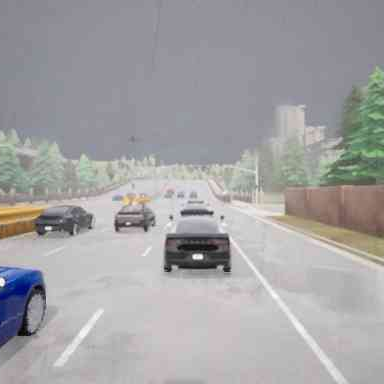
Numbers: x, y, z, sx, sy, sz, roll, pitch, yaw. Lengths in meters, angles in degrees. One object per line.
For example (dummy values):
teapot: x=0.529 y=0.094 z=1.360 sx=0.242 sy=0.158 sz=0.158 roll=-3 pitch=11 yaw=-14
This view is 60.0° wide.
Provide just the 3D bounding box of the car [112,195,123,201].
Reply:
car: x=-17.087 y=1.383 z=76.631 sx=1.837 sy=1.490 sz=4.892 roll=0 pitch=0 yaw=0

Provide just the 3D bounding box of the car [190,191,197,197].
car: x=0.416 y=0.775 z=91.480 sx=2.097 sy=1.767 sz=4.553 roll=0 pitch=3 yaw=0

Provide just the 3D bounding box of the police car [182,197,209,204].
police car: x=0.224 y=1.394 z=22.120 sx=1.930 sy=1.638 sz=5.238 roll=0 pitch=0 yaw=0

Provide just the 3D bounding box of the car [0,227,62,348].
car: x=-3.382 y=1.471 z=3.595 sx=1.882 sy=1.535 sz=5.008 roll=0 pitch=0 yaw=0

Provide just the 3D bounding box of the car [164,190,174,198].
car: x=-6.584 y=0.940 z=91.926 sx=1.994 sy=1.385 sz=4.181 roll=0 pitch=4 yaw=0

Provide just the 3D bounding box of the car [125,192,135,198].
car: x=-17.084 y=0.902 z=92.155 sx=1.994 sy=1.385 sz=4.181 roll=0 pitch=3 yaw=0

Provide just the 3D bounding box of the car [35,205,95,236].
car: x=-6.798 y=1.477 z=18.206 sx=1.837 sy=1.490 sz=4.892 roll=0 pitch=0 yaw=0

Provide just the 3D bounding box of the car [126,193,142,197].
car: x=-13.587 y=1.424 z=76.628 sx=2.033 sy=1.411 sz=5.357 roll=0 pitch=0 yaw=0

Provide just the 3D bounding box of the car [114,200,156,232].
car: x=-3.297 y=1.462 z=19.899 sx=2.128 sy=1.511 sz=4.902 roll=0 pitch=0 yaw=1

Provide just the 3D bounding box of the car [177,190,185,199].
car: x=-3.084 y=0.773 z=91.481 sx=2.097 sy=1.767 sz=4.553 roll=0 pitch=3 yaw=0

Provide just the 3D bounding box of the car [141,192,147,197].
car: x=-13.584 y=0.876 z=92.152 sx=2.128 sy=1.511 sz=4.902 roll=0 pitch=3 yaw=0

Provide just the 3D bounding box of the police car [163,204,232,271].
police car: x=0.161 y=1.409 z=10.950 sx=1.930 sy=1.638 sz=5.238 roll=0 pitch=0 yaw=0
